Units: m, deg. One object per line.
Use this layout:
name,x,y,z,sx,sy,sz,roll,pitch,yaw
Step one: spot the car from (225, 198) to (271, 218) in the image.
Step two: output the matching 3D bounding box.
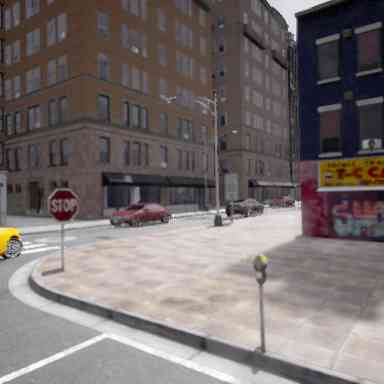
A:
car,4.563,1.297,27.790,1.837,1.490,4.892,-2,0,36

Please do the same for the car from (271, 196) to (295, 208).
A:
car,11.491,1.231,42.402,1.882,1.535,5.008,-2,-1,36

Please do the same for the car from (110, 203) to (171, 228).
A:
car,-3.260,1.459,21.958,1.812,1.442,4.674,-2,0,36

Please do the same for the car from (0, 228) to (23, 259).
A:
car,-6.932,1.478,9.499,1.882,1.535,5.008,-2,1,3
